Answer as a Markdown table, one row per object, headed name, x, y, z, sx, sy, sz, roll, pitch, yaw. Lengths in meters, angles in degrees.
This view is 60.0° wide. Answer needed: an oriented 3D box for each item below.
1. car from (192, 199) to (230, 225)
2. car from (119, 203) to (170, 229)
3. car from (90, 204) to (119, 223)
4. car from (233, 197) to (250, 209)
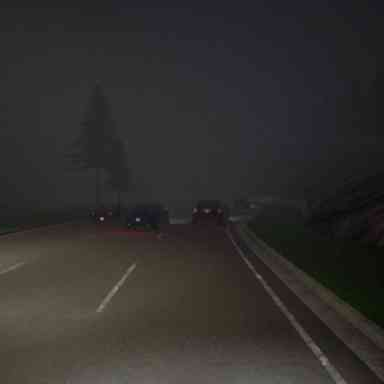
| name | x | y | z | sx | sy | sz | roll | pitch | yaw |
| --- | --- | --- | --- | --- | --- | --- | --- | --- | --- |
| car | 1.439 | 1.270 | 23.732 | 2.097 | 1.767 | 4.553 | 0 | 0 | 13 |
| car | -2.704 | 1.405 | 21.139 | 1.882 | 1.535 | 5.008 | 0 | 0 | 8 |
| car | -5.595 | 1.516 | 24.698 | 1.895 | 1.301 | 4.718 | 0 | 0 | 13 |
| car | 6.261 | 1.347 | 41.896 | 2.128 | 1.511 | 4.902 | 0 | 0 | 11 |
